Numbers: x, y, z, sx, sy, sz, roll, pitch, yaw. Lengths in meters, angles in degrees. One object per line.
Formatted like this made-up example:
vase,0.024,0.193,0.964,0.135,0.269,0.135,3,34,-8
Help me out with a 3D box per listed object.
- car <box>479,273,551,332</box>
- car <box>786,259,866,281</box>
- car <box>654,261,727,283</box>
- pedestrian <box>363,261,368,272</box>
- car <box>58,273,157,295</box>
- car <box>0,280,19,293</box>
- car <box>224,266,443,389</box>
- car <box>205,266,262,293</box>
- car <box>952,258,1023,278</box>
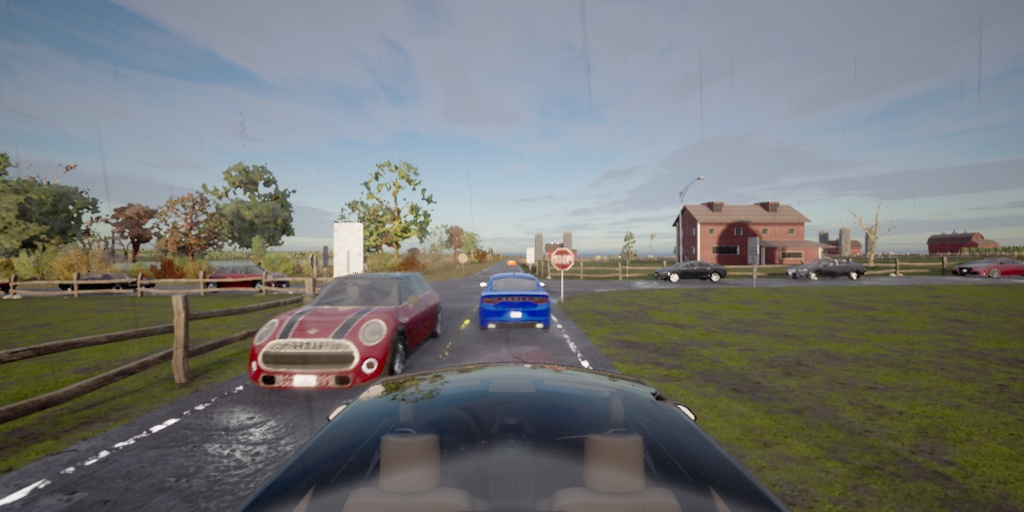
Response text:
car,0.023,1.260,11.095,1.882,1.535,5.008,0,0,-2
car,22.725,0.966,26.076,4.902,1.511,2.128,-1,0,0
car,12.972,1.121,26.181,4.892,1.490,1.837,-1,0,2
pedestrian,-12.192,1.261,29.329,0.375,1.860,0.375,0,1,0
car,-26.394,1.784,23.541,4.718,1.301,1.895,-1,0,1
car,-36.276,1.918,24.008,4.718,1.301,1.895,-1,0,6
car,-2.802,1.120,7.144,2.097,1.767,4.553,0,0,1
car,-17.112,1.407,23.406,4.553,1.767,2.097,-1,0,1
car,34.823,0.858,25.989,4.181,1.385,1.994,-1,0,0
